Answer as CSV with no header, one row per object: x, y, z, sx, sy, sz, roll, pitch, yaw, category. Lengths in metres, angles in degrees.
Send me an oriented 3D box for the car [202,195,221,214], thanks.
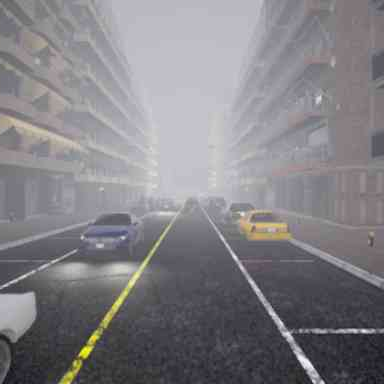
2.629,1.393,36.752,2.192,1.841,5.009,-1,0,0,car

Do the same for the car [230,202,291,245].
3.145,1.492,15.712,1.801,1.575,5.366,0,0,0,car

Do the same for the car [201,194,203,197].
2.627,1.404,42.417,2.192,1.841,5.009,-1,0,0,car

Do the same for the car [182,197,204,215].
0.033,1.582,35.565,1.837,1.490,4.892,0,0,0,car

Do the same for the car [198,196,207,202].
2.653,1.695,82.068,2.008,1.369,4.403,-1,0,0,car

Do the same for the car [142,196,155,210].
-5.720,1.404,42.354,2.192,1.841,5.009,-1,0,0,car

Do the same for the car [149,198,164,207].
-5.719,1.652,53.683,1.887,1.381,4.507,-1,0,0,car

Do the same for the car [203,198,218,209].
2.630,1.664,48.081,1.947,1.339,4.313,-1,0,0,car

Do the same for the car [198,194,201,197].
0.050,1.450,48.128,2.097,1.767,4.553,0,0,0,car

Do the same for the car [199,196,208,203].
2.656,1.703,76.403,1.947,1.339,4.313,-1,0,0,car

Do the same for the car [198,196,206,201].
2.652,1.733,87.732,1.802,1.307,4.206,-1,0,0,car

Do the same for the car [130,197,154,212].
-5.714,1.623,36.690,1.887,1.381,4.507,-1,0,0,car

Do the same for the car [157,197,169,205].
-5.722,1.689,65.014,1.947,1.339,4.313,-1,0,0,car

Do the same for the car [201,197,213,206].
2.632,1.681,59.410,1.947,1.339,4.313,-1,0,0,car

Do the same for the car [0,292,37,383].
-3.095,1.607,2.409,1.895,1.301,4.718,0,0,0,car

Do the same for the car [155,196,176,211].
-3.098,1.581,42.534,2.128,1.511,4.902,0,0,0,car

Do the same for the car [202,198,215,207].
2.628,1.652,53.746,1.887,1.381,4.507,-1,0,0,car

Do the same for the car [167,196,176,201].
-5.731,1.707,93.339,2.008,1.369,4.403,-1,0,0,car

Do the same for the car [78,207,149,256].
-3.065,1.556,13.482,1.812,1.442,4.674,0,0,0,car

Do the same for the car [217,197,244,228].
3.106,1.402,22.494,2.097,1.767,4.553,0,0,0,car
